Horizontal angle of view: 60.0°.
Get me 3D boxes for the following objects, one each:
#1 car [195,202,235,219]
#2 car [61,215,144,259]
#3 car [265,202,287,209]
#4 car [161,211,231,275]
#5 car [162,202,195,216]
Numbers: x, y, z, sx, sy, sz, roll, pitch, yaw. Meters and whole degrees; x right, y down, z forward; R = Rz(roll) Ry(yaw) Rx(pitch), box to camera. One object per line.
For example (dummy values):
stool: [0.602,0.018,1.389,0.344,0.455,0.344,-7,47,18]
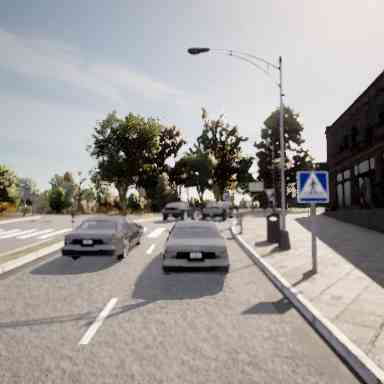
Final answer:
car: [2.216,1.542,27.261,2.128,1.511,4.902,-1,-2,18]
car: [-3.111,1.569,12.616,2.033,1.411,5.357,0,0,1]
car: [20.836,3.447,82.745,5.566,2.045,2.150,-4,-6,44]
car: [0.097,1.568,10.488,2.033,1.411,5.357,0,0,0]
car: [-0.977,1.627,28.155,1.837,1.490,4.892,-2,-2,17]
